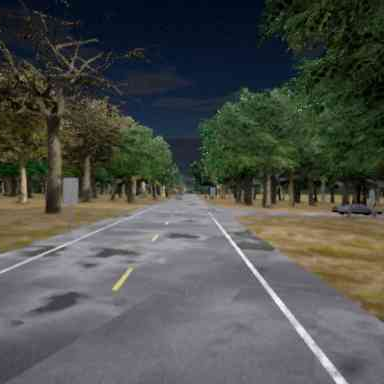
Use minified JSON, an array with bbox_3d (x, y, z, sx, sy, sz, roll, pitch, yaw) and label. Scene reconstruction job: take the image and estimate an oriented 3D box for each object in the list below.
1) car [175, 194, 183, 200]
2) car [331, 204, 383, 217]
[{"bbox_3d":[-3.495,1.390,90.326,2.097,1.767,4.553,0,0,0],"label":"car"},{"bbox_3d":[18.901,2.051,38.189,5.357,1.411,2.033,2,0,-2],"label":"car"}]
